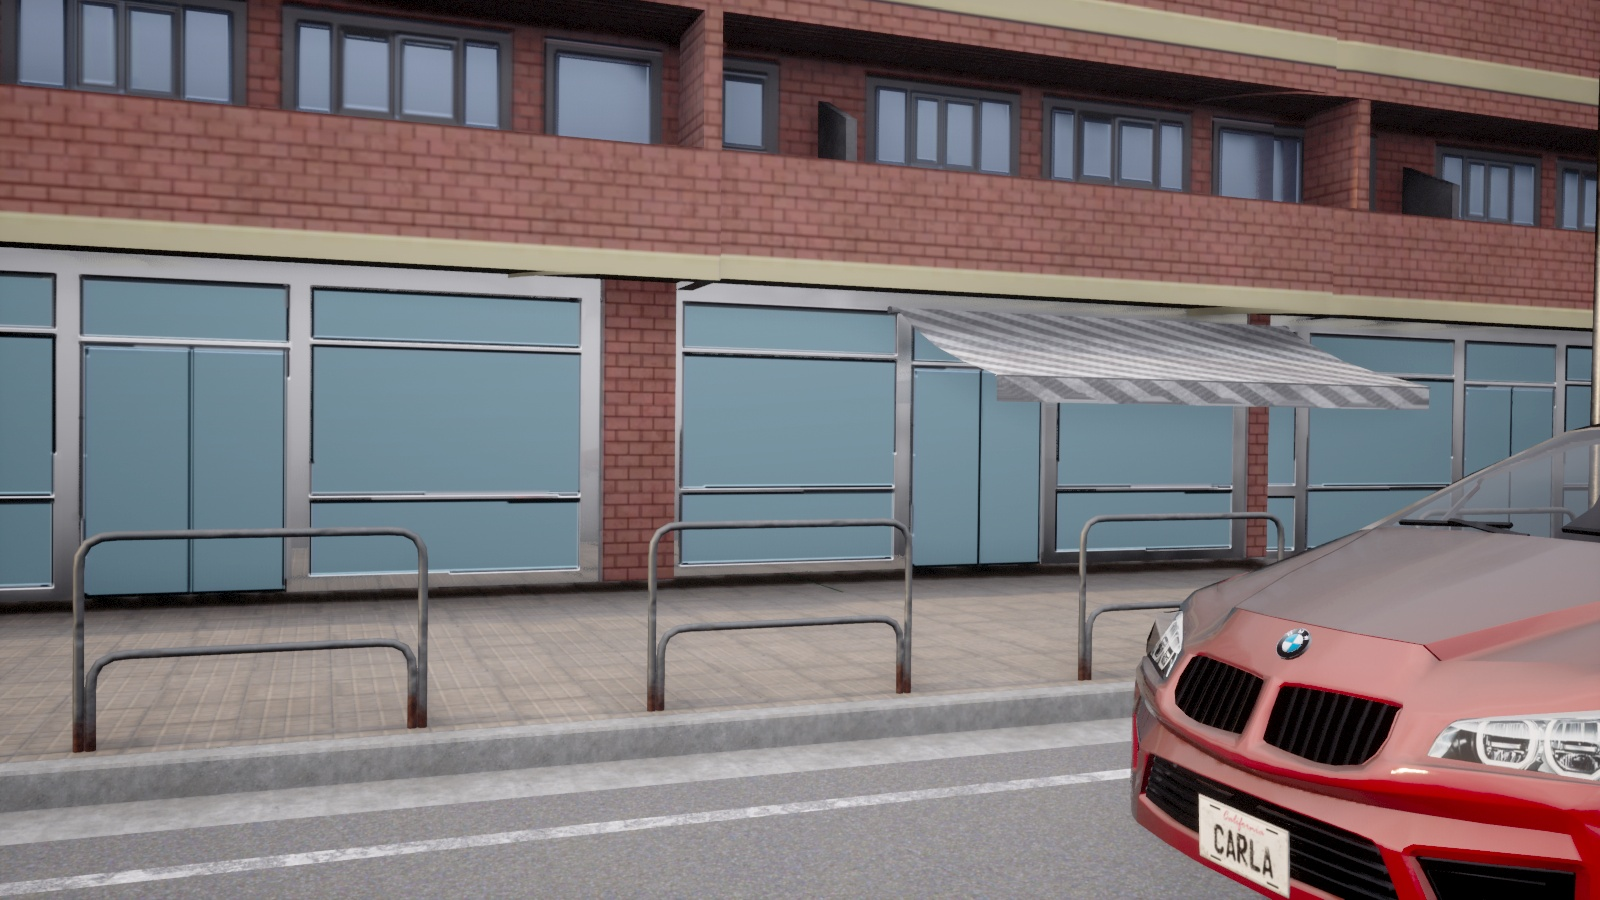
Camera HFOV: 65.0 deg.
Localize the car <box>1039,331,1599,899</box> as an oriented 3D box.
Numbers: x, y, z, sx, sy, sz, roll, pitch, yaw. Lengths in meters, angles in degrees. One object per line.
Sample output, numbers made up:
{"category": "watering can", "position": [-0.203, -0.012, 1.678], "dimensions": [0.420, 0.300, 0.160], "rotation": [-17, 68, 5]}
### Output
{"category": "car", "position": [3.469, 0.531, 4.556], "dimensions": [4.611, 1.667, 2.242], "rotation": [-1, 1, -21]}
